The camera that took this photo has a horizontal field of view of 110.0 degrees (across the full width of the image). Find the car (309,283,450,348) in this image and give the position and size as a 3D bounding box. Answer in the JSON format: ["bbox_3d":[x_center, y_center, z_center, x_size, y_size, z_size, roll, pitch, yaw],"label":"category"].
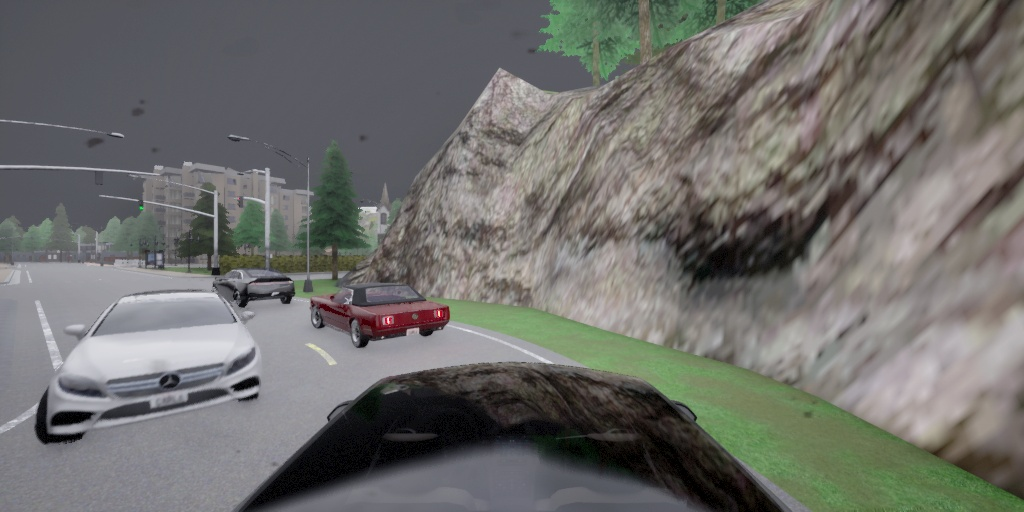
[{"bbox_3d":[-3.683,1.351,9.361,1.895,1.301,4.718,0,0,-44],"label":"car"}]

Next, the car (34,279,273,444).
[{"bbox_3d":[-5.270,1.275,5.563,1.812,1.442,4.674,1,0,-43],"label":"car"}]

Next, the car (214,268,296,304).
[{"bbox_3d":[-10.969,1.242,15.096,4.902,1.511,2.128,0,0,37],"label":"car"}]
